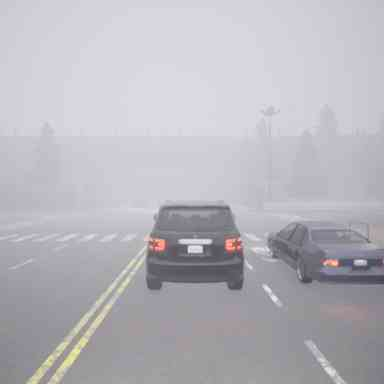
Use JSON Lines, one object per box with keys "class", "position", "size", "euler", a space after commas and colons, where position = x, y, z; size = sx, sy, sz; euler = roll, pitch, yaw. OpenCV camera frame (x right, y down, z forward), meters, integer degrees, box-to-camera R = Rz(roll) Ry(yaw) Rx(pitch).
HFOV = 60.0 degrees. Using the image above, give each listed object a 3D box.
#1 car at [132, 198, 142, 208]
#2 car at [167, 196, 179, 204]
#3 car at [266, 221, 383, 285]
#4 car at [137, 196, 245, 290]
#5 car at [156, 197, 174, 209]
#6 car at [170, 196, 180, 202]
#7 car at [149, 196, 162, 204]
{"class": "car", "position": [-7.160, 1.551, 46.752], "size": [1.994, 1.385, 4.181], "euler": [0, 0, 0]}
{"class": "car", "position": [-3.634, 1.546, 64.287], "size": [1.994, 1.385, 4.181], "euler": [0, 0, 0]}
{"class": "car", "position": [3.572, 1.545, 9.559], "size": [2.033, 1.411, 5.357], "euler": [0, 0, 0]}
{"class": "car", "position": [0.068, 1.219, 9.212], "size": [2.150, 2.045, 5.566], "euler": [0, 0, 0]}
{"class": "car", "position": [-3.663, 1.478, 45.908], "size": [2.128, 1.511, 4.902], "euler": [0, 0, 0]}
{"class": "car", "position": [-4.055, 1.565, 79.027], "size": [1.895, 1.301, 4.718], "euler": [0, 0, -7]}
{"class": "car", "position": [-7.124, 1.529, 65.910], "size": [2.033, 1.411, 5.357], "euler": [0, 0, 0]}
